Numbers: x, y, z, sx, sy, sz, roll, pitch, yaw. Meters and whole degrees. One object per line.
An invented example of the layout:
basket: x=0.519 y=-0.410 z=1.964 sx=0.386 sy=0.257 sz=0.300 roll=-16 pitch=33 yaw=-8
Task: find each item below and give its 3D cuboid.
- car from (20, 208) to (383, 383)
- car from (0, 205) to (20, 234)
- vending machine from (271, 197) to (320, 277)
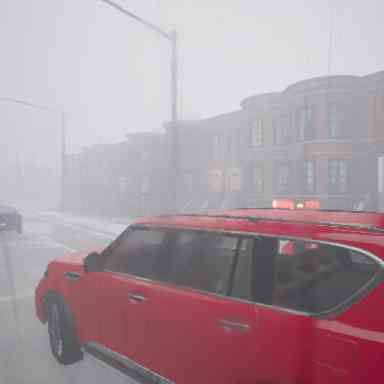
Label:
car: x=0.235 y=1.220 z=3.946 sx=5.566 sy=2.045 sz=2.150 roll=0 pitch=0 yaw=42
car: x=-10.822 y=1.478 z=18.512 sx=1.882 sy=1.535 sz=5.008 roll=0 pitch=0 yaw=-36
vending machine: x=2.941 y=1.195 z=9.479 sx=1.100 sy=2.100 sz=0.880 roll=0 pitch=0 yaw=-40
